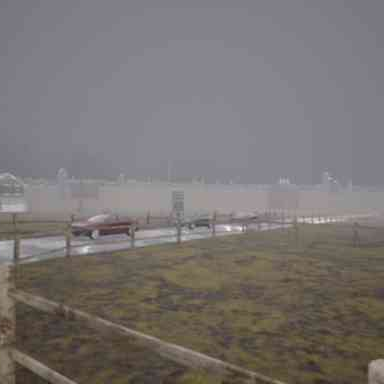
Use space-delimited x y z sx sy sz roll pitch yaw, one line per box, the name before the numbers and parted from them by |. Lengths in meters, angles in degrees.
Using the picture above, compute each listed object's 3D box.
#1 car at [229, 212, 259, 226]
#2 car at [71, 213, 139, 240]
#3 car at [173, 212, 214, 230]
car | 6.159 3.041 38.896 1.882 1.535 5.008 1 -2 35
car | -5.632 2.146 21.773 1.882 1.535 5.008 1 -2 34
car | 0.237 2.605 30.319 2.128 1.511 4.902 1 -2 35
